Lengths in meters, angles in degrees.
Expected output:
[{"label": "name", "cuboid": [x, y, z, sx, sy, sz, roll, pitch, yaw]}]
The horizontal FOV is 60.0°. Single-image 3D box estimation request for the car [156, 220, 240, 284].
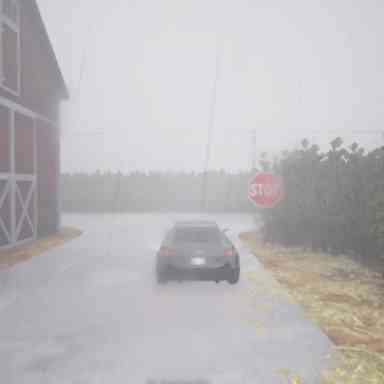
[{"label": "car", "cuboid": [0.113, 1.454, 9.258, 1.994, 1.385, 4.181, 0, 1, -1]}]
